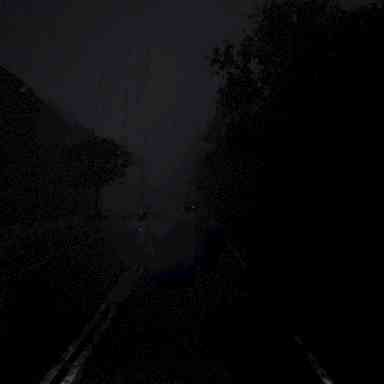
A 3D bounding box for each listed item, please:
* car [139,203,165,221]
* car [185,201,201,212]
[{"bbox_3d":[-3.313,1.641,28.310,1.812,1.442,4.674,0,0,0],"label":"car"},{"bbox_3d":[0.152,1.746,41.083,1.994,1.385,4.181,0,0,0],"label":"car"}]
